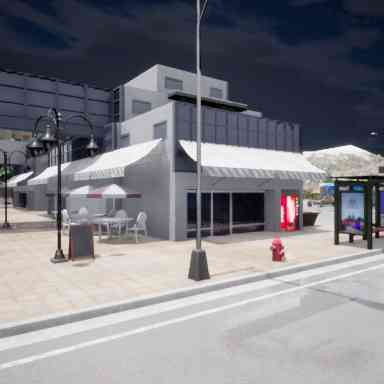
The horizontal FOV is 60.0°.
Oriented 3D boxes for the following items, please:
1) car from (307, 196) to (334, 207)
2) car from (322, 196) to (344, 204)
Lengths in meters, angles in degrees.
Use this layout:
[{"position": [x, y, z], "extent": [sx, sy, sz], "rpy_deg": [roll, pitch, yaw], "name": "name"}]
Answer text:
[{"position": [19.184, 1.345, 48.811], "extent": [5.027, 1.636, 2.152], "rpy_deg": [0, 0, -36], "name": "car"}, {"position": [28.470, 1.490, 66.923], "extent": [4.514, 1.523, 2.007], "rpy_deg": [0, 0, -36], "name": "car"}]
